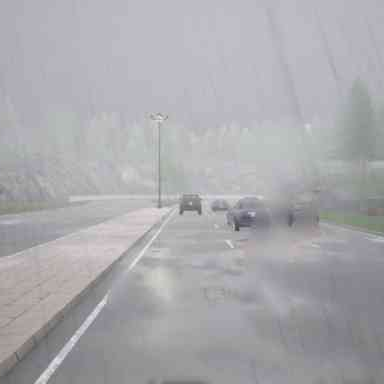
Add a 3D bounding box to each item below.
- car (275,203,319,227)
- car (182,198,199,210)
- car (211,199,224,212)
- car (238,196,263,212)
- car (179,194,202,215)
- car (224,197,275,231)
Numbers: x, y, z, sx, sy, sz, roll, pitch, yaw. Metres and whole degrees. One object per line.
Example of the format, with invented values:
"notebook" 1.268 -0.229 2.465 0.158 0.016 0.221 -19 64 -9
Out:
"car" 6.947 1.491 22.521 2.128 1.511 4.902 0 0 0
"car" -0.187 1.547 44.346 2.033 1.411 5.357 0 0 0
"car" 3.330 1.564 39.361 1.994 1.385 4.181 0 0 1
"car" 6.839 1.352 39.396 2.097 1.767 4.553 0 0 0
"car" -0.133 1.222 34.171 2.150 2.045 5.566 0 0 0
"car" 3.456 1.352 20.835 2.097 1.767 4.553 0 0 0
